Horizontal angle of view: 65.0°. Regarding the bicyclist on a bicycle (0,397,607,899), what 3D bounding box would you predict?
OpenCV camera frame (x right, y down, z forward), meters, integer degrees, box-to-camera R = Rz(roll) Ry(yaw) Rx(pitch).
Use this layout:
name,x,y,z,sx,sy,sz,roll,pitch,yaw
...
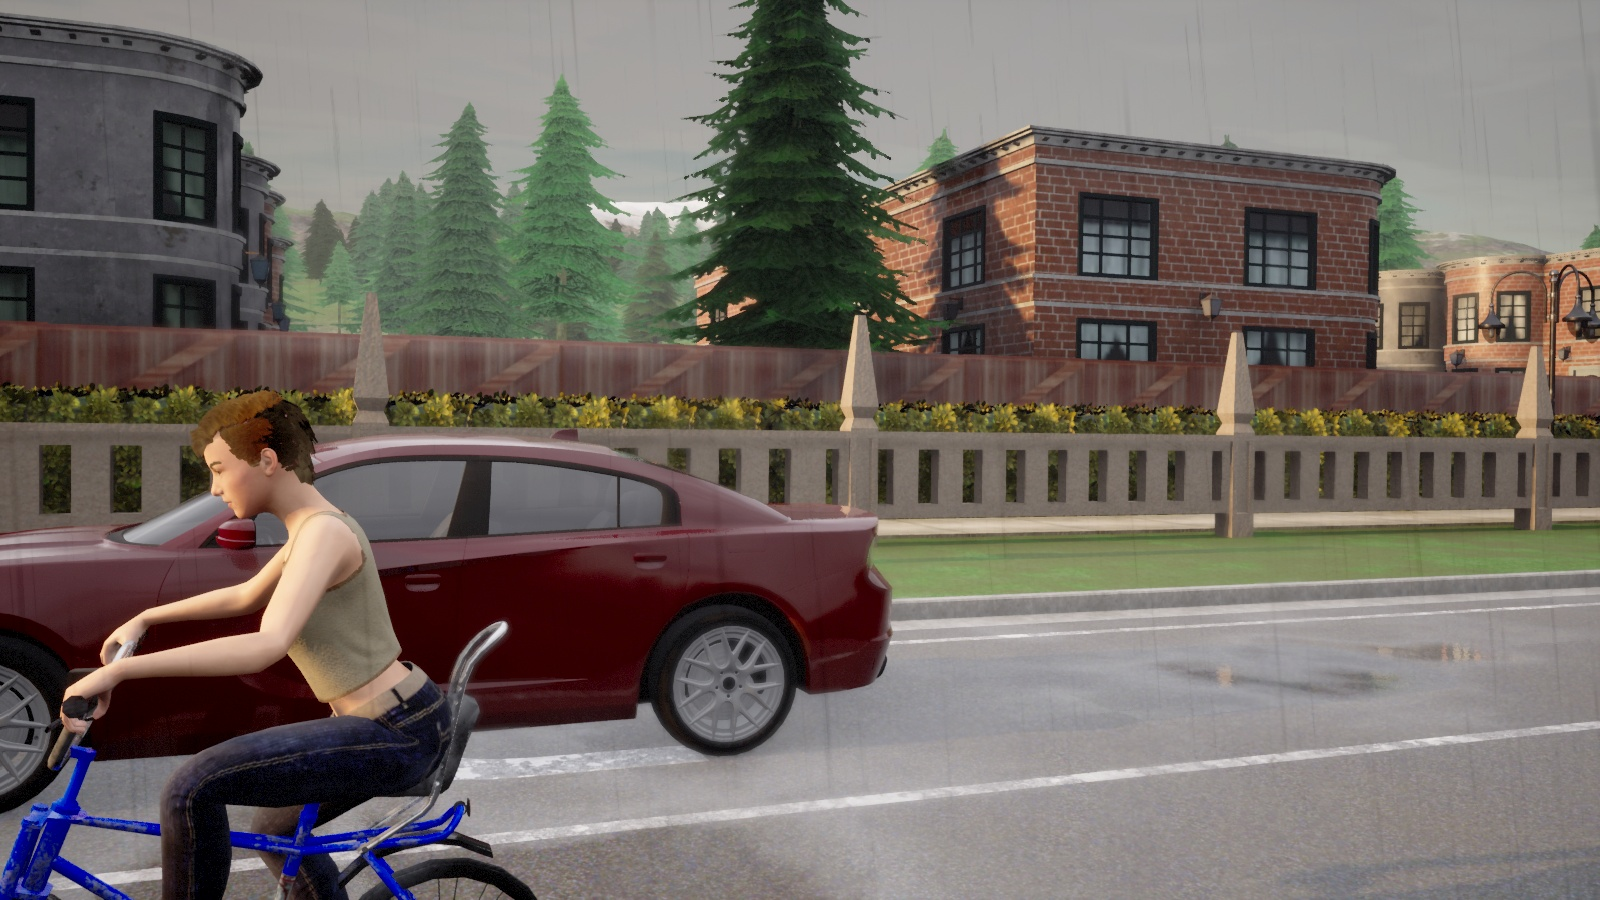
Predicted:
name,x,y,z,sx,sy,sz,roll,pitch,yaw
bicyclist on a bicycle,-1.262,0.703,2.754,1.509,1.612,0.866,-1,1,-20

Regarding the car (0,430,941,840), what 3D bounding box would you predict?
name,x,y,z,sx,sy,sz,roll,pitch,yaw
car,-1.981,0.696,6.232,5.008,1.535,1.882,-1,1,-21
